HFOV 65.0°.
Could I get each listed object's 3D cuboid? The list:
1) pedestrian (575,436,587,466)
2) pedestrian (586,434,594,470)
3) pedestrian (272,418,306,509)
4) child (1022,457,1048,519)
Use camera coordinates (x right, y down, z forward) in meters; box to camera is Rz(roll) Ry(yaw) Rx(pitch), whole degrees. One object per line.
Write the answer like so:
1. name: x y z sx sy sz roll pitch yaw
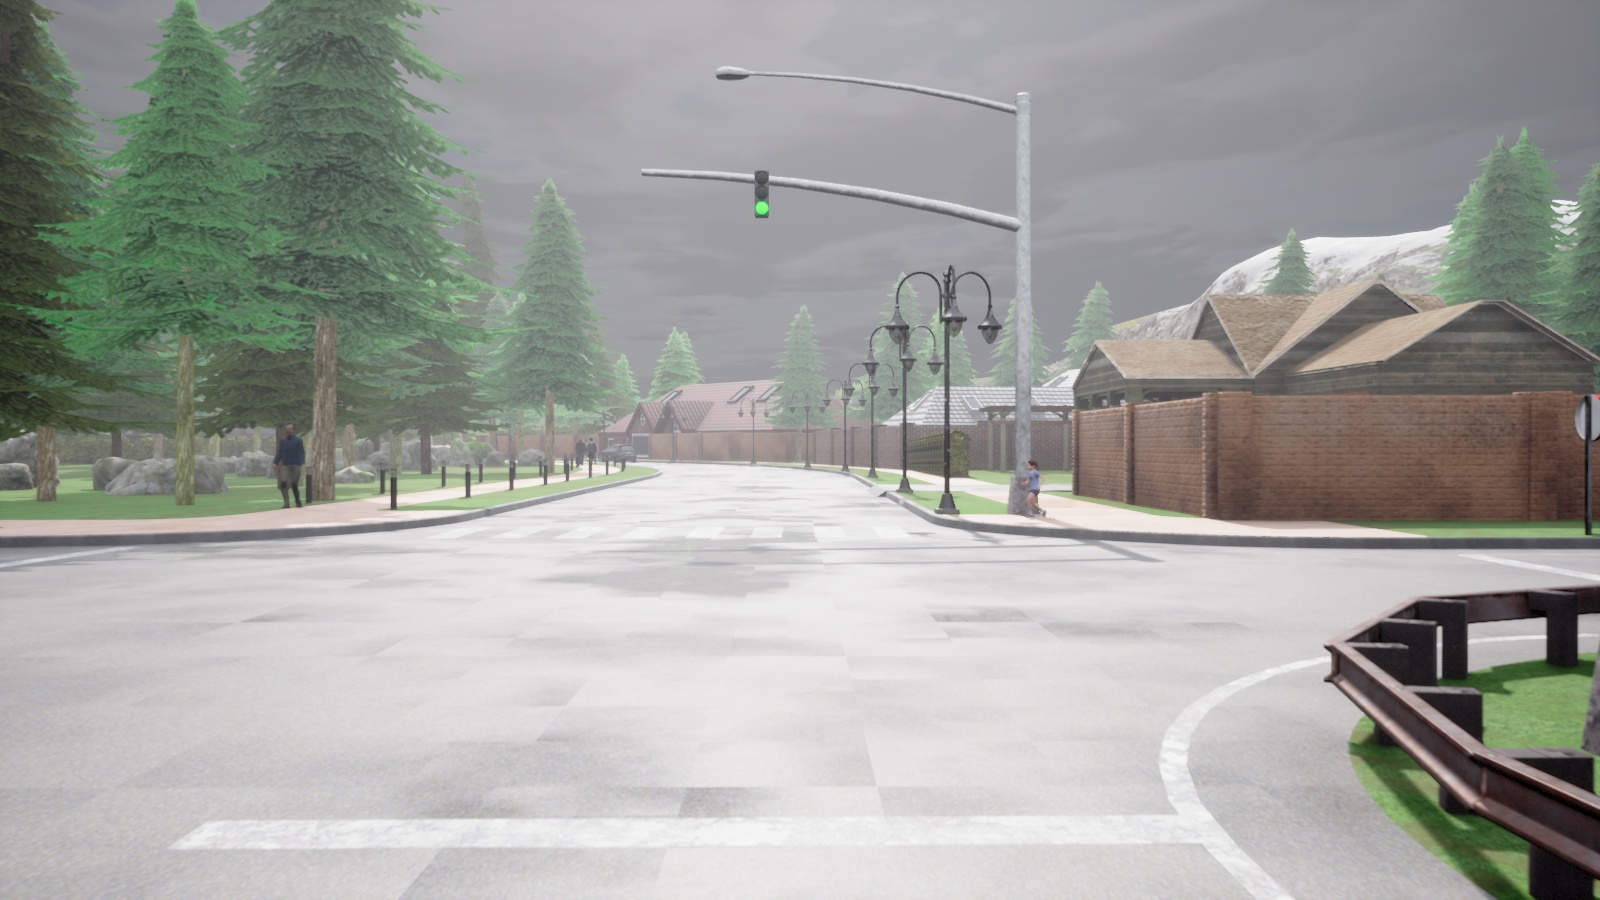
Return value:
1. pedestrian: -13.780 0.065 78.986 0.634 1.844 0.899 0 0 -16
2. pedestrian: -11.378 0.108 68.143 0.423 1.949 0.788 0 0 -9
3. pedestrian: -10.505 0.267 25.843 0.402 1.842 0.726 0 0 0
4. child: 4.227 0.680 22.619 0.394 1.110 0.255 0 0 -7
